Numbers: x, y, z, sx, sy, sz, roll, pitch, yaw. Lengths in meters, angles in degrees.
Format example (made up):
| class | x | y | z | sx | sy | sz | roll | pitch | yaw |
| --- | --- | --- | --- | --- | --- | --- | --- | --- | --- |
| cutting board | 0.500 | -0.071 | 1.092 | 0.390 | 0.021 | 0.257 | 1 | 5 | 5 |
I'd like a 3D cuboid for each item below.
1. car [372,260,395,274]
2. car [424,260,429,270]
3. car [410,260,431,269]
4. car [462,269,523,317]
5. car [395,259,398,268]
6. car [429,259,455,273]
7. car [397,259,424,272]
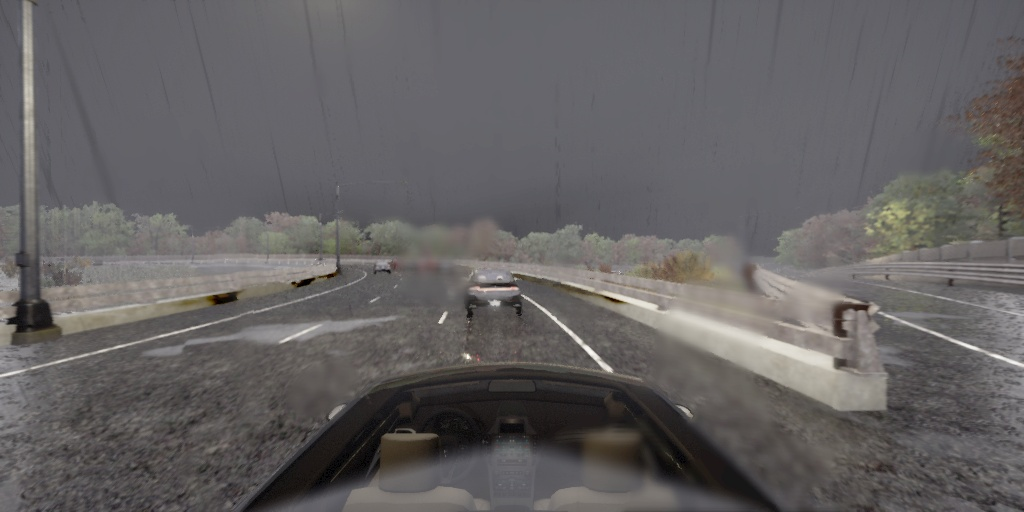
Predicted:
| class | x | y | z | sx | sy | sz | roll | pitch | yaw |
| --- | --- | --- | --- | --- | --- | --- | --- | --- | --- |
| car | -15.364 | 1.347 | 42.318 | 2.033 | 1.411 | 5.357 | -1 | 0 | -23 |
| car | -10.429 | 1.210 | 48.525 | 1.882 | 1.535 | 5.008 | -1 | 0 | -26 |
| car | -14.515 | 1.316 | 56.662 | 1.994 | 1.385 | 4.181 | -1 | 0 | -32 |
| car | -0.765 | 1.222 | 13.242 | 2.128 | 1.511 | 4.902 | -1 | 0 | -7 |
| car | -17.575 | 1.265 | 54.963 | 1.882 | 1.535 | 5.008 | -1 | 0 | -32 |
| car | -8.140 | 1.216 | 43.007 | 2.128 | 1.511 | 4.902 | -1 | 0 | -22 |
| car | -12.946 | 1.270 | 45.682 | 1.837 | 1.490 | 4.892 | -1 | 0 | -26 |
